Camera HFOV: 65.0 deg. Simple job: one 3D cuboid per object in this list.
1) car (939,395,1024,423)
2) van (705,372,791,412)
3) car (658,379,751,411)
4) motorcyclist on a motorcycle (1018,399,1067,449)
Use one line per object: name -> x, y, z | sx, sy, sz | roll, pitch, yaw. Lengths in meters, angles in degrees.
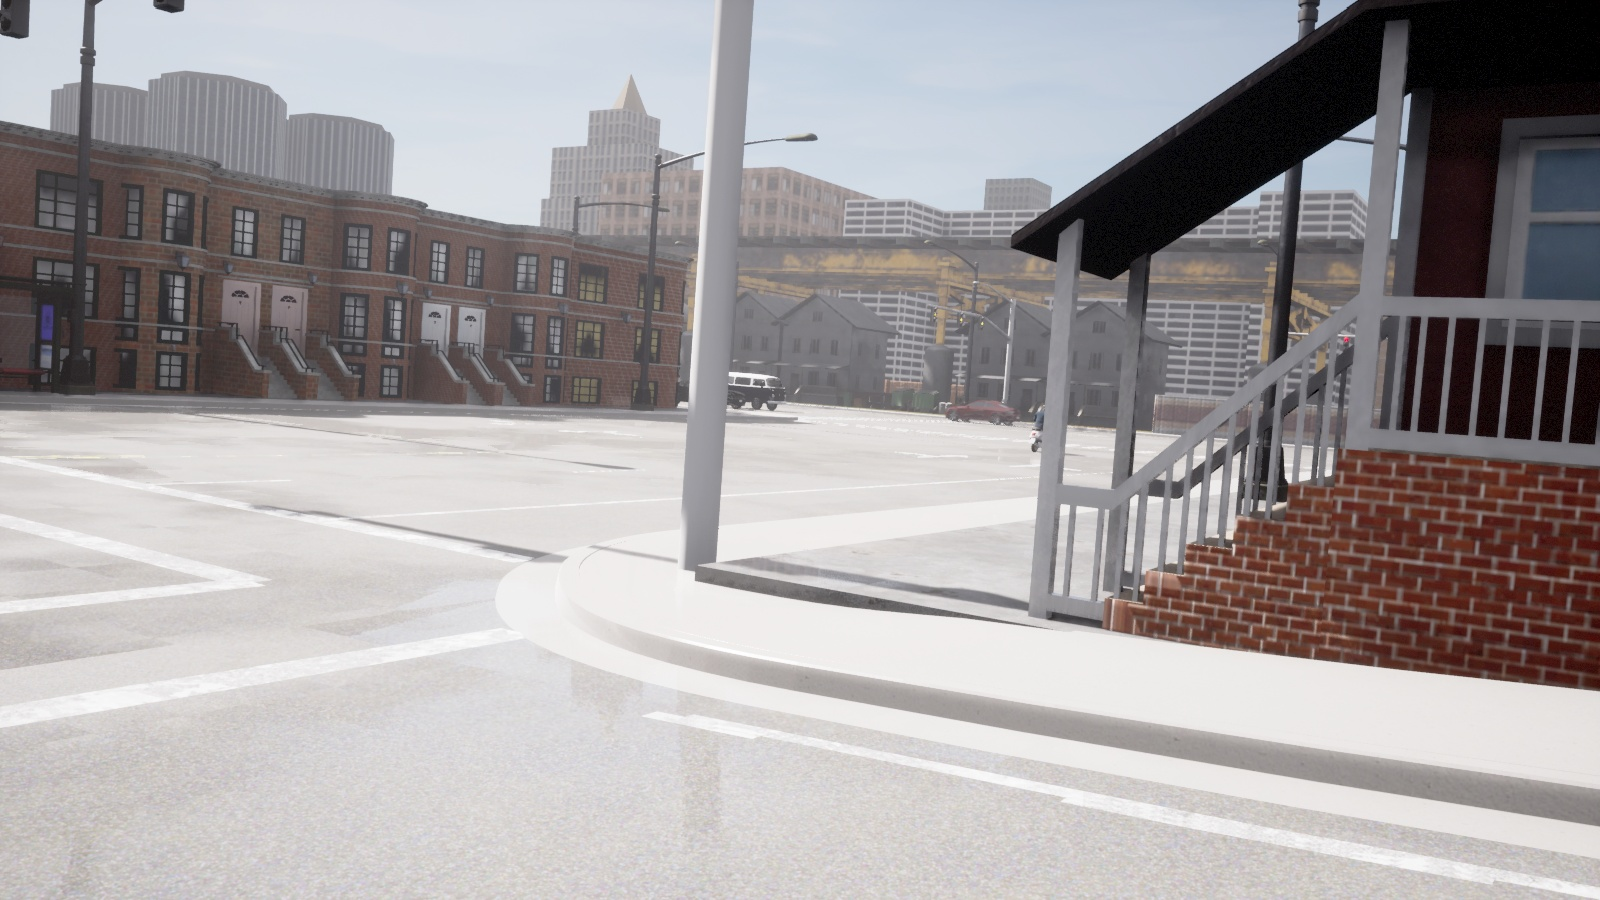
car -> 10.939, -2.495, 75.857 | 4.674, 1.442, 1.812 | 5, 4, 34
van -> -3.012, -3.350, 72.557 | 4.480, 2.038, 2.069 | 5, 4, 34
car -> -5.335, -3.072, 69.899 | 5.008, 1.535, 1.882 | 5, 4, 34
motorcyclist on a motorcycle -> 8.088, -0.857, 41.773 | 0.866, 1.590, 1.817 | 5, 4, 34
